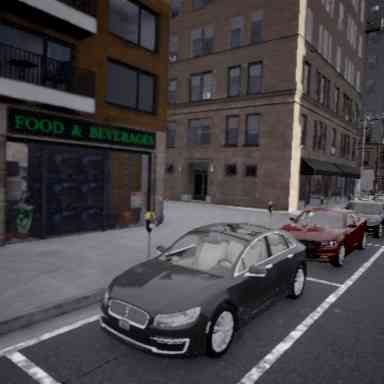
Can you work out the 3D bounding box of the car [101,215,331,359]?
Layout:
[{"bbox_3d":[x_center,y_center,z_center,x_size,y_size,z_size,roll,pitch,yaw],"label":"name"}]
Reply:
[{"bbox_3d":[0.568,1.254,5.553,2.008,1.369,4.403,4,4,38],"label":"car"}]

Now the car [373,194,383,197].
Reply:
[{"bbox_3d":[11.004,0.828,19.026,1.967,1.590,4.097,4,4,38],"label":"car"}]

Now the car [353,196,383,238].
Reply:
[{"bbox_3d":[7.522,1.059,14.540,1.947,1.339,4.313,4,4,38],"label":"car"}]

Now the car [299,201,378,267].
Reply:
[{"bbox_3d":[4.045,1.143,10.046,1.887,1.381,4.507,4,4,38],"label":"car"}]
